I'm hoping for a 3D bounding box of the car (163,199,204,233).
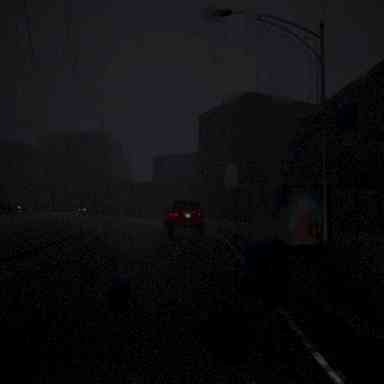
[{"bbox_3d":[-0.647,1.477,21.637,2.150,2.045,5.566,0,-1,-9],"label":"car"}]

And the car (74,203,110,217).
[{"bbox_3d":[-11.526,2.007,38.153,4.902,1.511,2.128,-1,-2,36],"label":"car"}]

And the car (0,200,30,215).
[{"bbox_3d":[-21.087,1.747,38.256,4.553,1.767,2.097,0,-2,9],"label":"car"}]
